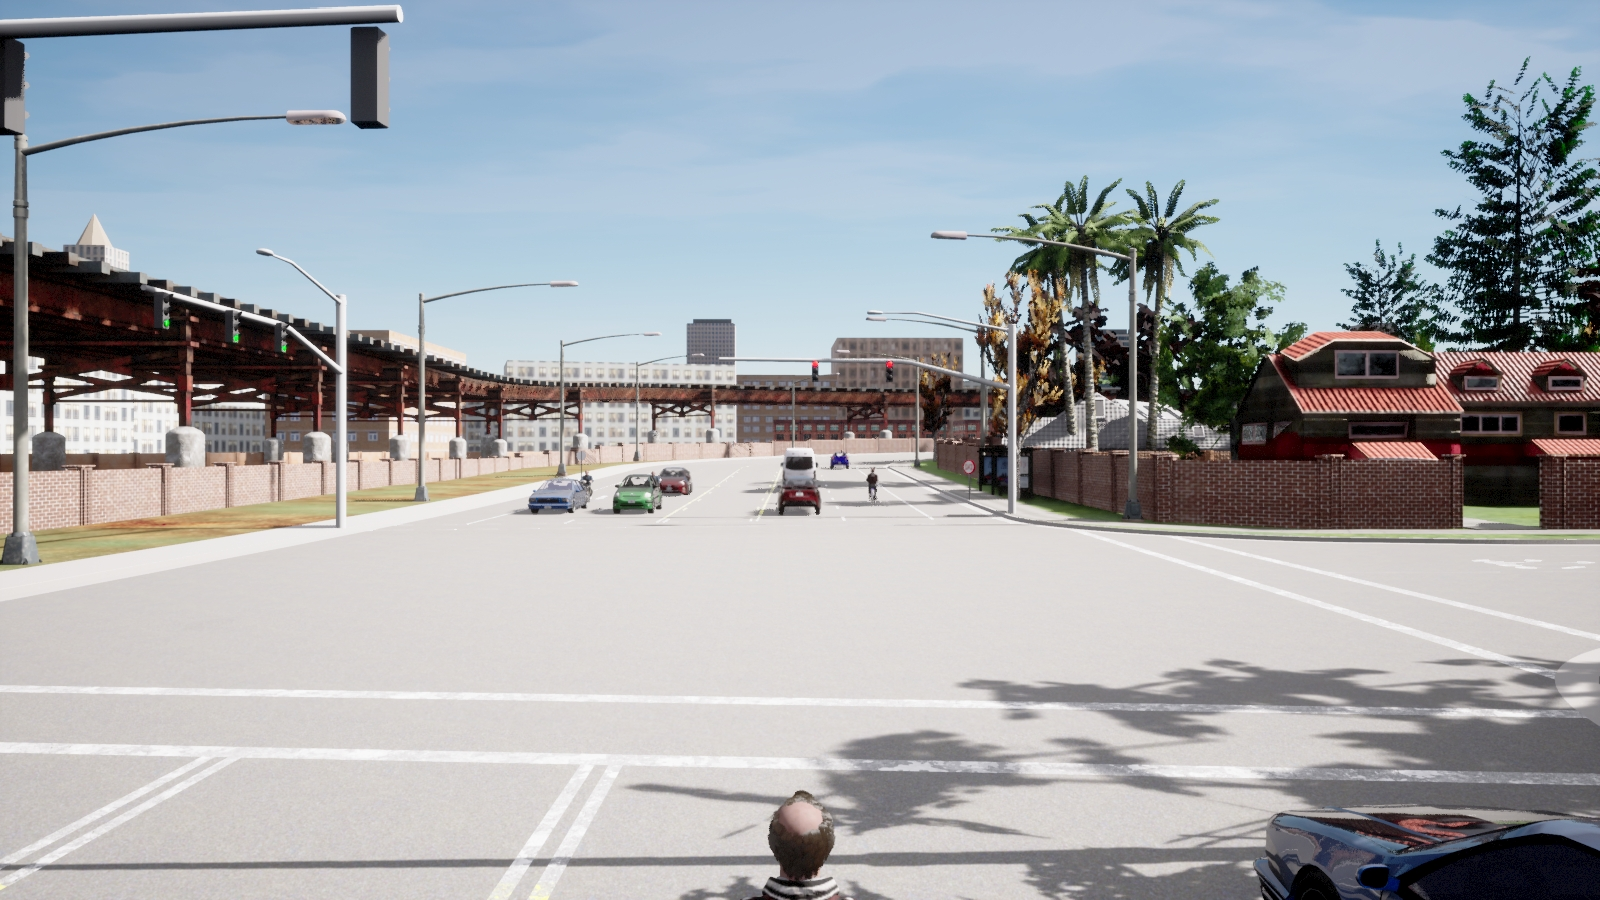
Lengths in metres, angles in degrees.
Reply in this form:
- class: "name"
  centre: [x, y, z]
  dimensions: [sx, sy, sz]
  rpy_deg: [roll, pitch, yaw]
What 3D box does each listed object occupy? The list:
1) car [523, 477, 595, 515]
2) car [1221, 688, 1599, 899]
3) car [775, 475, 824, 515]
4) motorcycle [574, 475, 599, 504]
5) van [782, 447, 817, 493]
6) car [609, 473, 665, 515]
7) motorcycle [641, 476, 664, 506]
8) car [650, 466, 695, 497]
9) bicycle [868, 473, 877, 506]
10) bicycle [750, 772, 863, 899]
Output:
- class: "car"
  centre: [-10.533, 1.979, 50.381]
  dimensions: [2.033, 1.411, 5.357]
  rpy_deg: [0, 1, 0]
- class: "car"
  centre: [3.467, 2.106, 4.038]
  dimensions: [2.033, 1.411, 5.357]
  rpy_deg: [0, 0, 1]
- class: "car"
  centre: [-0.029, 1.914, 49.842]
  dimensions: [2.007, 1.525, 4.514]
  rpy_deg: [0, 1, 0]
- class: "motorcycle"
  centre: [-10.476, 1.934, 56.002]
  dimensions: [0.856, 1.341, 1.805]
  rpy_deg: [0, 1, 1]
- class: "van"
  centre: [-0.033, 1.145, 69.342]
  dimensions: [1.988, 2.561, 5.915]
  rpy_deg: [0, 1, 0]
- class: "car"
  centre: [-7.031, 1.877, 49.699]
  dimensions: [1.851, 1.617, 3.988]
  rpy_deg: [0, 1, 0]
- class: "motorcycle"
  centre: [-7.053, 1.947, 54.746]
  dimensions: [0.856, 1.341, 1.805]
  rpy_deg: [0, 1, 0]
- class: "car"
  centre: [-7.042, 1.743, 63.744]
  dimensions: [2.007, 1.525, 4.514]
  rpy_deg: [0, 1, 0]
- class: "bicycle"
  centre: [3.482, 1.865, 54.836]
  dimensions: [0.329, 1.496, 1.835]
  rpy_deg: [0, 1, 0]
- class: "bicycle"
  centre: [0.019, 2.048, 3.681]
  dimensions: [0.329, 1.496, 1.835]
  rpy_deg: [0, 0, 0]
